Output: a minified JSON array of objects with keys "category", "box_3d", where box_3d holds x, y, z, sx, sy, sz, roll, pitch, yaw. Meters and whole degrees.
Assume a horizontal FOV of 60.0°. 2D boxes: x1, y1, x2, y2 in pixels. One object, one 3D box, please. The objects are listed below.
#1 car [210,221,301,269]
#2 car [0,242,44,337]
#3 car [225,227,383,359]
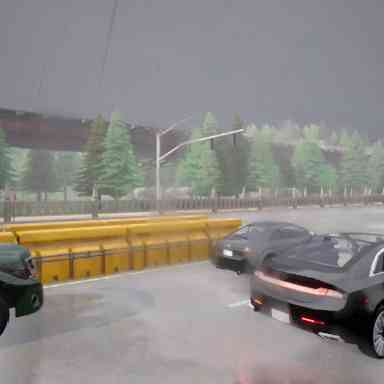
[{"category":"car","box_3d":[2.572,1.564,9.860,4.181,1.385,1.994,0,0,-36]},{"category":"car","box_3d":[-5.055,1.221,4.447,5.566,2.045,2.150,0,0,-35]},{"category":"car","box_3d":[3.181,1.492,5.999,4.902,1.511,2.128,0,0,-36]}]
